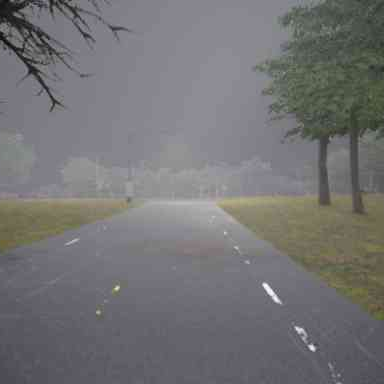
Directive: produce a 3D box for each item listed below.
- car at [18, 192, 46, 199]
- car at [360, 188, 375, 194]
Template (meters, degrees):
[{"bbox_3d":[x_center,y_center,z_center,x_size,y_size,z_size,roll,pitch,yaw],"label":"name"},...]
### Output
[{"bbox_3d":[-30.378,0.689,63.293,4.902,1.511,2.128,-1,-2,1],"label":"car"},{"bbox_3d":[36.410,-0.077,70.792,4.674,1.442,1.812,-1,-2,-1],"label":"car"}]
